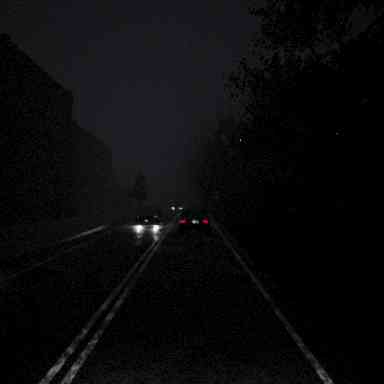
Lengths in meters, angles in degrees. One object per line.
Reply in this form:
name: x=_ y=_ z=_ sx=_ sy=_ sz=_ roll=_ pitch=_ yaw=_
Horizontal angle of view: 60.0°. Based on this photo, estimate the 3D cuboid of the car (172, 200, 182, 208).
car: x=-3.008 y=2.526 z=68.782 sx=1.837 sy=1.490 sz=4.892 roll=0 pitch=-1 yaw=0

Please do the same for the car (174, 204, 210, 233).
car: x=0.124 y=1.670 z=20.312 sx=2.033 sy=1.411 sz=5.357 roll=0 pitch=-1 yaw=0

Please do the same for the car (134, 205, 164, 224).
car: x=-3.310 y=1.741 z=26.811 sx=2.033 sy=1.411 sz=5.357 roll=0 pitch=-1 yaw=0
